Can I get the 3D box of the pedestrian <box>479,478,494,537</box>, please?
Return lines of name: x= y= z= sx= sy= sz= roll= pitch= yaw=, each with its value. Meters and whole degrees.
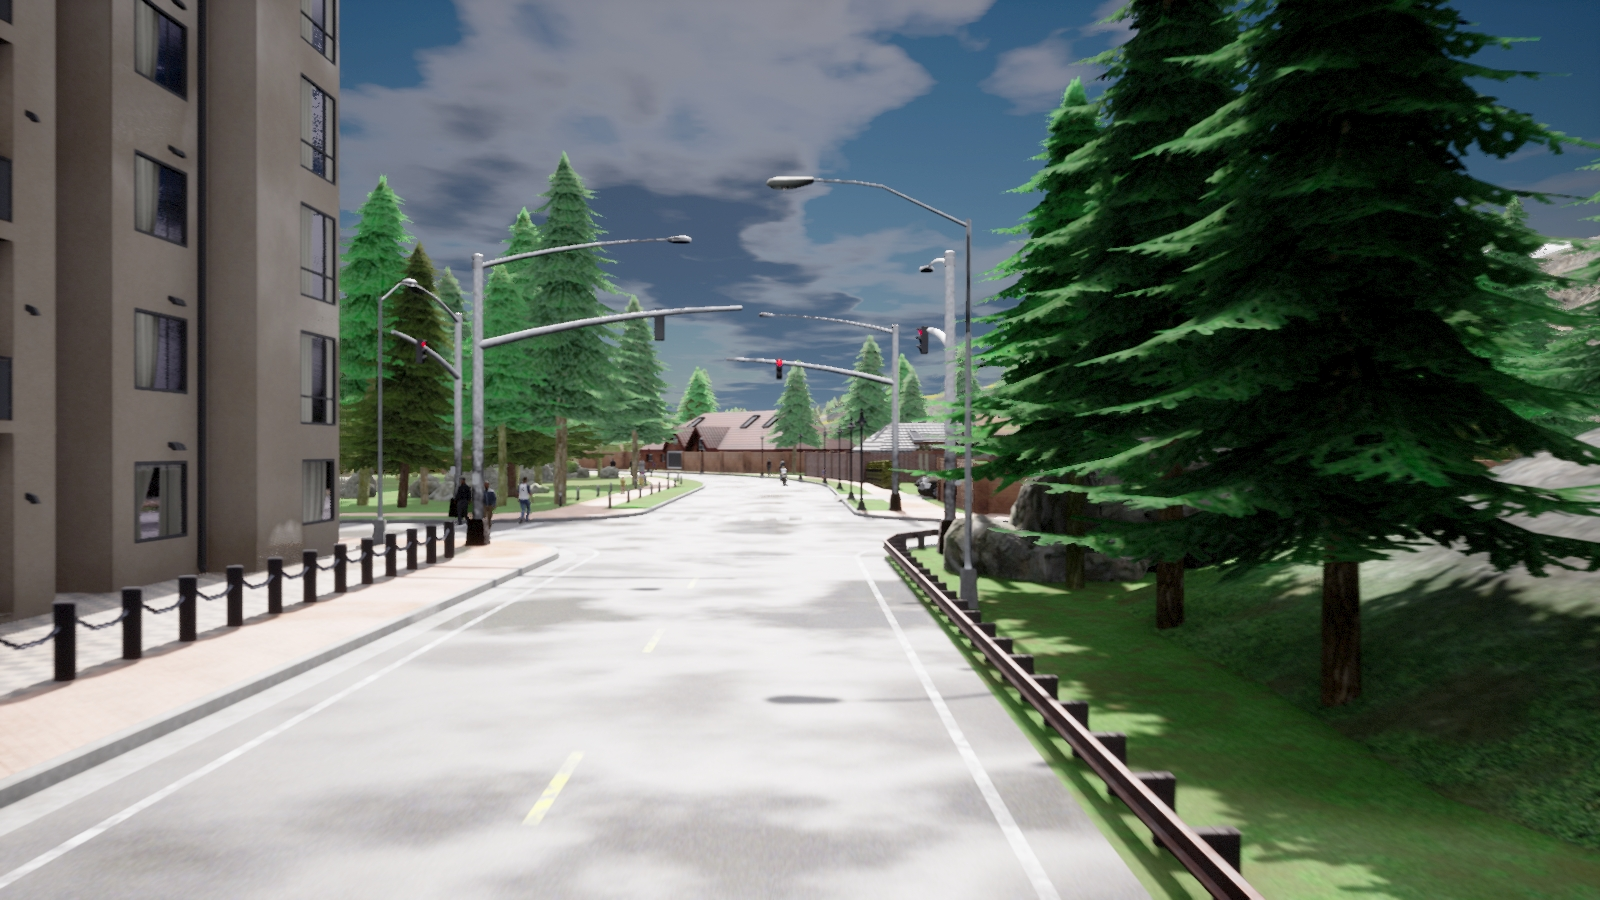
pedestrian: x=-10.039 y=1.829 z=36.628 sx=0.375 sy=1.860 sz=0.375 roll=0 pitch=0 yaw=1

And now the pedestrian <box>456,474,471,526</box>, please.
pedestrian: x=-12.365 y=1.829 z=41.957 sx=0.375 sy=1.860 sz=0.375 roll=0 pitch=0 yaw=13

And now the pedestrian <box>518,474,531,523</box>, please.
pedestrian: x=-10.422 y=1.829 z=43.208 sx=0.375 sy=1.860 sz=0.375 roll=0 pitch=0 yaw=11

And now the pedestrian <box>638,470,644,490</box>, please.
pedestrian: x=-10.444 y=1.943 z=75.157 sx=0.375 sy=1.300 sz=0.375 roll=0 pitch=0 yaw=0

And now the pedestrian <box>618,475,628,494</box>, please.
pedestrian: x=-10.447 y=2.042 z=67.433 sx=0.500 sy=1.100 sz=0.500 roll=0 pitch=0 yaw=2
